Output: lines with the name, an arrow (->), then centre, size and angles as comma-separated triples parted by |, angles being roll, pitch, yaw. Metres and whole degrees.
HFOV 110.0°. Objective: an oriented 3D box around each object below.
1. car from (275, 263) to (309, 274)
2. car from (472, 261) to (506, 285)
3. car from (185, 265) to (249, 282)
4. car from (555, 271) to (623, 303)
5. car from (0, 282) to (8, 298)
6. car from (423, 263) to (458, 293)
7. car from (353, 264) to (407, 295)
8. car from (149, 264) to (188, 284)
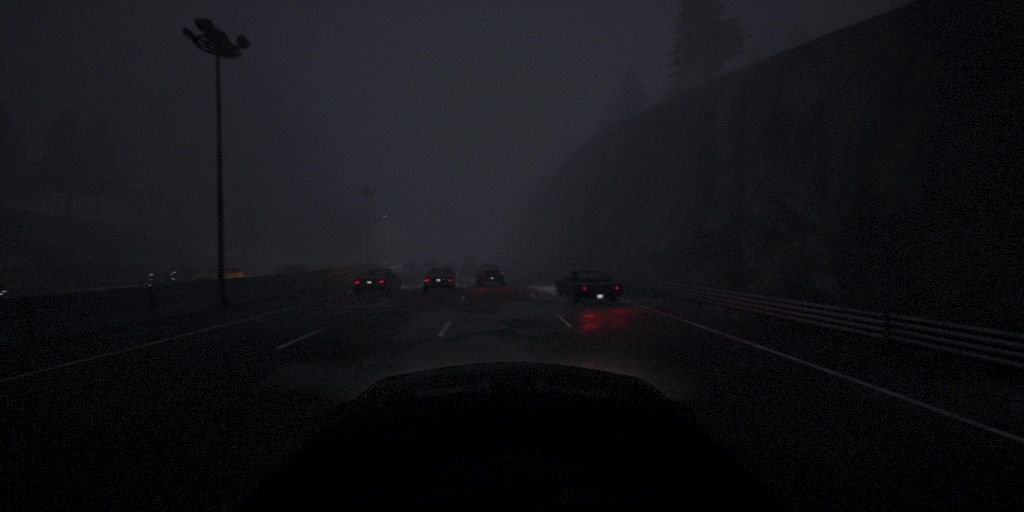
car -> -21.247, 1.599, 34.794 | 1.837, 1.490, 4.892 | -1, 1, -12
car -> -1.678, 1.308, 26.232 | 1.812, 1.442, 4.674 | -1, 0, -9
car -> -23.664, 1.612, 29.344 | 1.882, 1.535, 5.008 | -1, 0, -10
car -> 3.257, 1.302, 16.301 | 1.895, 1.301, 4.718 | -1, 0, -5
car -> -25.218, 1.647, 15.217 | 2.128, 1.511, 4.902 | -1, 0, -5
car -> -4.327, 1.371, 21.819 | 2.033, 1.411, 5.357 | -1, 0, -8
car -> -7.768, 1.426, 21.073 | 2.033, 1.411, 5.357 | -1, 0, -8
car -> -31.880, 1.619, 34.162 | 2.097, 1.767, 4.553 | -1, 0, -13
